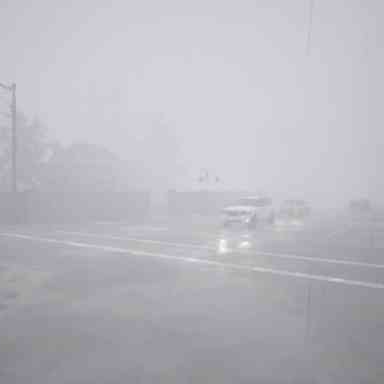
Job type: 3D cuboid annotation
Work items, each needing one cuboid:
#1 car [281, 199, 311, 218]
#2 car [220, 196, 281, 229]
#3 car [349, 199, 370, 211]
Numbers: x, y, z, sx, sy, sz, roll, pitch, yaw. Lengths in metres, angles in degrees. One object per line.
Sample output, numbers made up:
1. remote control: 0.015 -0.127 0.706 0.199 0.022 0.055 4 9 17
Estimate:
1. car: 9.498 1.450 31.080 2.097 1.767 4.553 -1 0 34
2. car: 4.026 1.313 23.027 2.150 2.045 5.566 -1 0 34
3. car: 21.037 1.555 41.596 1.882 1.535 5.008 -1 0 34
